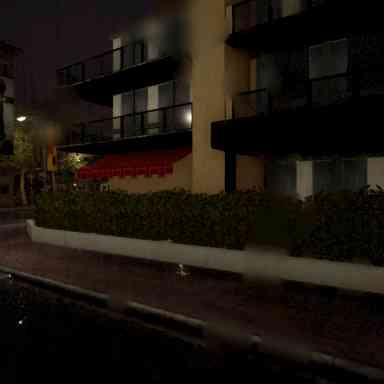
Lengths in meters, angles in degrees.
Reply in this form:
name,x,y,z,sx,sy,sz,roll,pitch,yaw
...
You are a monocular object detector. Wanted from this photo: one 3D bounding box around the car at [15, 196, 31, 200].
name,x,y,z,sx,sy,sz,roll,pitch,yaw
car,-35.696,1.481,67.692,4.892,1.521,2.231,0,0,36
